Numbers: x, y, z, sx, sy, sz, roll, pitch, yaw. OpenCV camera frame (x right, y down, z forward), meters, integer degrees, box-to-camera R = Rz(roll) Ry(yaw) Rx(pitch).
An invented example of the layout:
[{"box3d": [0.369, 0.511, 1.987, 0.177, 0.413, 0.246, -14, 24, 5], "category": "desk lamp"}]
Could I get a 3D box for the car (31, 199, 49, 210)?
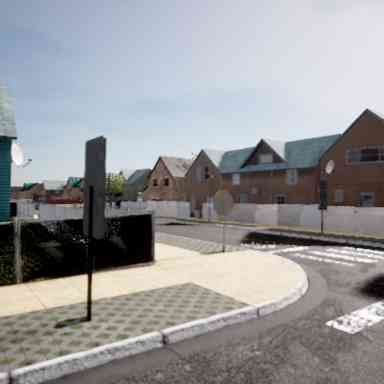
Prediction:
[{"box3d": [-24.352, 1.953, 53.180, 2.097, 1.767, 4.553, 2, -2, -35], "category": "car"}]
